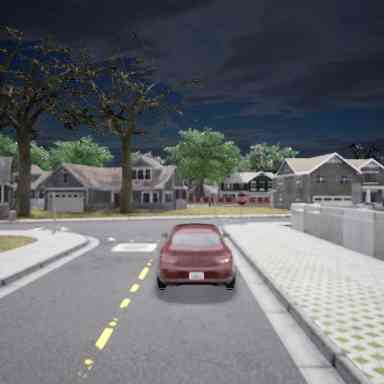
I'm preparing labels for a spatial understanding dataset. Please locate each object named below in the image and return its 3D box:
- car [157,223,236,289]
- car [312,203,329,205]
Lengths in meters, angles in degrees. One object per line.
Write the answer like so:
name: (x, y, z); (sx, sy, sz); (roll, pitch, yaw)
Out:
car: (0.098, 1.585, 9.213); (1.812, 1.442, 4.674); (0, 0, 0)
car: (11.160, 1.724, 28.622); (4.902, 1.511, 2.128); (0, -1, -19)
